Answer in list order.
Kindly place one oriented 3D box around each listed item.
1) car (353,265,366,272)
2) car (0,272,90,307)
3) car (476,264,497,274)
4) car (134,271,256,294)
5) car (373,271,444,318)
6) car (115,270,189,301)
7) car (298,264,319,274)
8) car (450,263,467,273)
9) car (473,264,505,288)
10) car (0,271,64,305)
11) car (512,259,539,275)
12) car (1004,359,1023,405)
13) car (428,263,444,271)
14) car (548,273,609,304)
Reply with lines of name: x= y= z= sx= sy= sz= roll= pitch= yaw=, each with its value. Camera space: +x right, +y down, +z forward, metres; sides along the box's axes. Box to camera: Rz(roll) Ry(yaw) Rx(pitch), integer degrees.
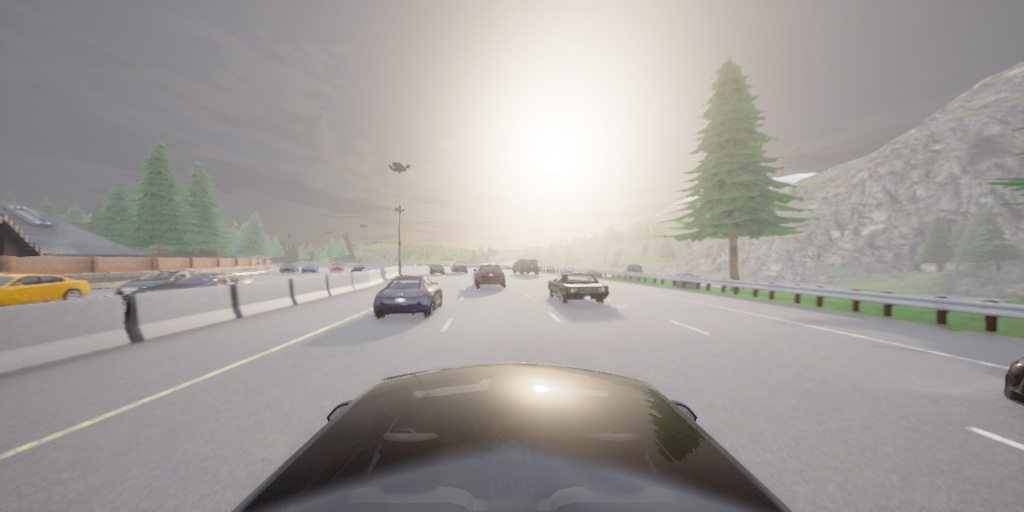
car: x=-24.388 y=2.049 z=57.419 sx=1.895 sy=1.301 sz=4.718 roll=0 pitch=-1 yaw=-20
car: x=-21.820 y=1.522 z=15.681 sx=1.882 sy=1.535 sz=5.008 roll=0 pitch=-1 yaw=-6
car: x=-3.693 y=1.799 z=51.213 sx=1.994 sy=1.385 sz=4.181 roll=0 pitch=-1 yaw=-17
car: x=-14.962 y=1.559 z=17.765 sx=2.033 sy=1.411 sz=5.357 roll=0 pitch=-1 yaw=-6
car: x=-3.869 y=1.456 z=13.902 sx=1.994 sy=1.385 sz=4.181 roll=0 pitch=0 yaw=-5
car: x=-18.725 y=1.549 z=19.627 sx=2.128 sy=1.511 sz=4.902 roll=0 pitch=-1 yaw=-7
car: x=-31.162 y=1.956 z=55.455 sx=1.882 sy=1.535 sz=5.008 roll=0 pitch=-1 yaw=-20
car: x=-8.007 y=1.767 z=53.591 sx=1.882 sy=1.535 sz=5.008 roll=0 pitch=-1 yaw=-18
car: x=-1.785 y=1.345 z=26.669 sx=2.097 sy=1.767 sz=4.553 roll=0 pitch=-1 yaw=-9
car: x=-25.501 y=1.565 z=17.292 sx=1.882 sy=1.535 sz=5.008 roll=0 pitch=-1 yaw=-6
car: x=1.695 y=1.364 z=45.566 sx=2.150 sy=2.045 sz=5.566 roll=0 pitch=-1 yaw=-15
car: x=7.059 y=1.269 z=2.602 sx=1.994 sy=1.385 sz=4.181 roll=0 pitch=0 yaw=0
car: x=-10.556 y=1.767 z=49.907 sx=2.128 sy=1.511 sz=4.902 roll=0 pitch=-1 yaw=-17
car: x=2.967 y=1.472 z=17.218 sx=1.895 sy=1.301 sz=4.718 roll=0 pitch=-1 yaw=-5
